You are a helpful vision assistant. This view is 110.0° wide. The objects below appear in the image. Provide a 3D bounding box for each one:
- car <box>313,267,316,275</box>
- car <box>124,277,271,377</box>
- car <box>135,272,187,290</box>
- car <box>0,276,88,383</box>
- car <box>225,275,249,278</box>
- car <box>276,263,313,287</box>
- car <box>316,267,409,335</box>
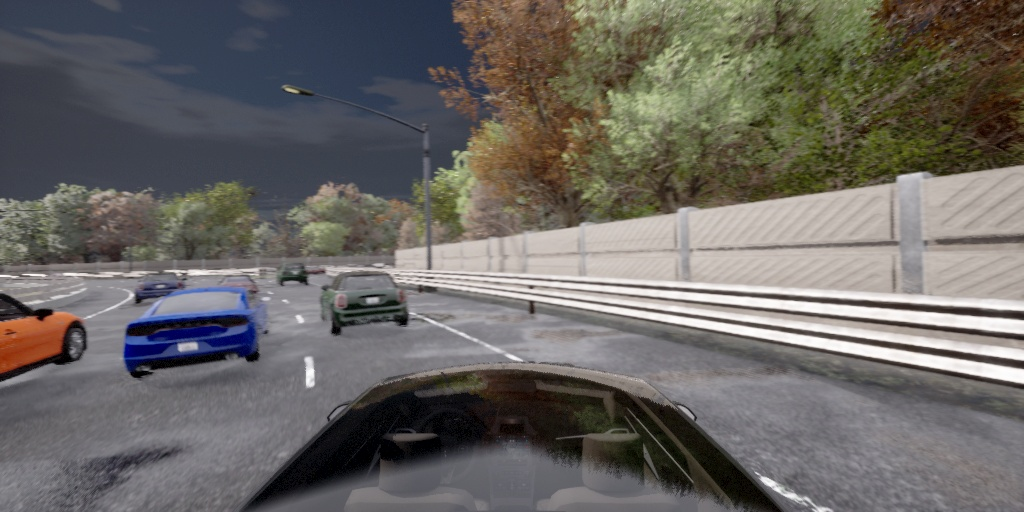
[{"bbox_3d":[-30.731,2.407,56.579,1.895,1.301,4.718,-2,0,-8],"label":"car"},{"bbox_3d":[-6.851,1.449,8.277,1.882,1.535,5.008,-2,0,-31],"label":"car"},{"bbox_3d":[-21.362,1.793,21.951,2.097,1.767,4.553,-2,0,-41],"label":"car"},{"bbox_3d":[-9.549,1.400,5.987,2.097,1.767,4.553,-2,0,-31],"label":"car"},{"bbox_3d":[-17.471,1.890,22.823,1.994,1.385,4.181,-2,0,-40],"label":"car"},{"bbox_3d":[-20.333,1.655,33.169,2.150,2.045,5.566,-2,-1,-36],"label":"car"},{"bbox_3d":[-4.927,1.274,11.645,2.097,1.767,4.553,-2,0,-32],"label":"car"}]
